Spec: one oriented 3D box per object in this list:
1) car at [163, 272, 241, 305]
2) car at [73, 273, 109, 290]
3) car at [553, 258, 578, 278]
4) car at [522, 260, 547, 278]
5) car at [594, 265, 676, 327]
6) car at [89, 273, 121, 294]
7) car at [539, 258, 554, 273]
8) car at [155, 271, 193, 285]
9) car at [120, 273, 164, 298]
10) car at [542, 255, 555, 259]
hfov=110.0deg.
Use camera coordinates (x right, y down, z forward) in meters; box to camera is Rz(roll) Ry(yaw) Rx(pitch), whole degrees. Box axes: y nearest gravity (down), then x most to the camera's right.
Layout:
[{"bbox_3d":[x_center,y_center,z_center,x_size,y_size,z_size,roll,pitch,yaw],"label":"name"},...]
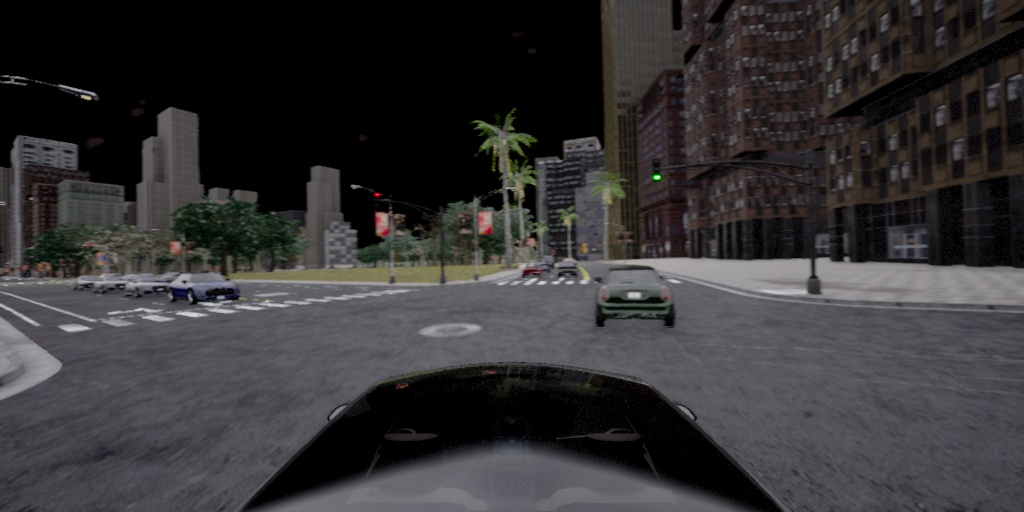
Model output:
[{"bbox_3d":[-17.418,1.695,20.311,4.553,1.767,2.097,-2,-1,32],"label":"car"},{"bbox_3d":[-43.232,2.707,36.712,5.357,1.411,2.033,-2,-1,33],"label":"car"},{"bbox_3d":[5.247,1.245,34.290,2.033,1.411,5.357,-2,0,7],"label":"car"},{"bbox_3d":[2.057,1.392,34.762,1.895,1.301,4.718,-2,0,8],"label":"car"},{"bbox_3d":[3.770,1.066,11.592,2.097,1.767,4.553,-2,0,14],"label":"car"},{"bbox_3d":[-34.273,2.439,30.967,4.181,1.385,1.994,-2,-1,32],"label":"car"},{"bbox_3d":[3.656,1.313,43.421,1.994,1.385,4.181,-2,0,11],"label":"car"},{"bbox_3d":[-40.338,2.624,42.716,4.902,1.511,2.128,-2,-1,32],"label":"car"},{"bbox_3d":[-25.818,2.172,25.621,4.181,1.385,1.994,-2,-1,32],"label":"car"},{"bbox_3d":[5.358,0.923,53.937,2.150,2.045,5.566,-2,0,9],"label":"car"}]
